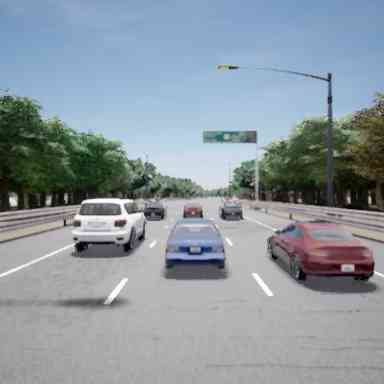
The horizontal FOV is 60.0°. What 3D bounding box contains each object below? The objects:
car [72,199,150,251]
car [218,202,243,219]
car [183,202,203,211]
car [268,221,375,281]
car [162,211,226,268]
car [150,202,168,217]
[{"bbox_3d":[-3.402,1.317,14.617,2.150,2.045,5.566,0,0,0],"label":"car"},{"bbox_3d":[3.599,1.701,31.292,2.128,1.511,4.902,0,0,0],"label":"car"},{"bbox_3d":[0.099,1.743,32.388,1.812,1.442,4.674,0,0,0],"label":"car"},{"bbox_3d":[3.588,1.588,9.940,1.812,1.442,4.674,0,0,0],"label":"car"},{"bbox_3d":[0.096,1.620,11.482,2.033,1.411,5.357,0,0,0],"label":"car"},{"bbox_3d":[-3.401,1.715,31.394,1.837,1.490,4.892,0,0,0],"label":"car"}]
